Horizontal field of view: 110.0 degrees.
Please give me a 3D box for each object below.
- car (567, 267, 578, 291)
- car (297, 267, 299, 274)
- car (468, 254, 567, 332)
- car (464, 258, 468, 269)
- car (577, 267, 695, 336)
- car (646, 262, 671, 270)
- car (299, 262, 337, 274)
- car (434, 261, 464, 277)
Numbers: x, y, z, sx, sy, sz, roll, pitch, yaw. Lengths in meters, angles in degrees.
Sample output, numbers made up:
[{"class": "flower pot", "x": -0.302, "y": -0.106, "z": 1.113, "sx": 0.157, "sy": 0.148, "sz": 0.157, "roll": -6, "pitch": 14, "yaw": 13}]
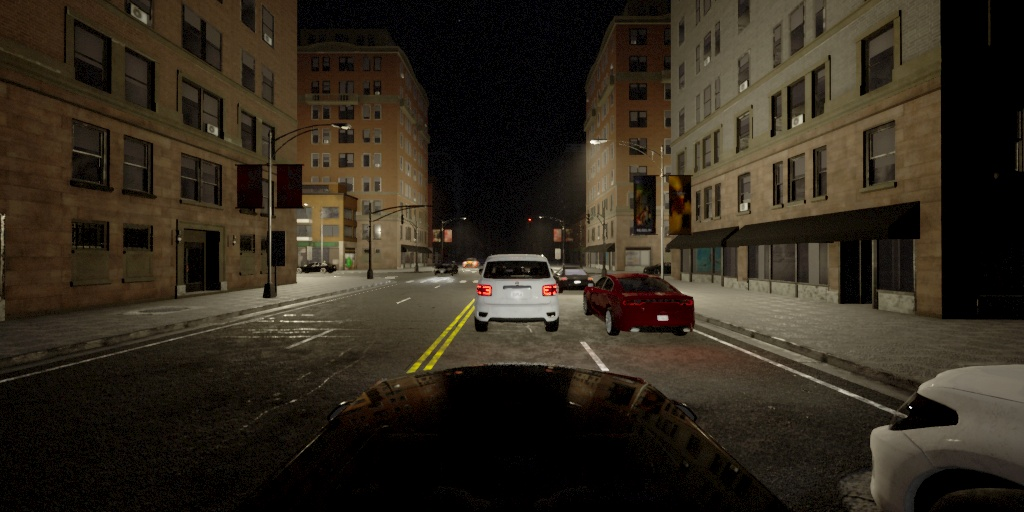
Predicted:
[{"class": "car", "x": 3.389, "y": 1.313, "z": 20.529, "sx": 1.994, "sy": 1.385, "sz": 4.181, "roll": 0, "pitch": 0, "yaw": 0}, {"class": "car", "x": -22.101, "y": 1.169, "z": 32.320, "sx": 4.097, "sy": 1.591, "sz": 1.967, "roll": 0, "pitch": 0, "yaw": 0}, {"class": "car", "x": 0.123, "y": 0.971, "z": 11.009, "sx": 2.150, "sy": 2.045, "sz": 5.566, "roll": 0, "pitch": 0, "yaw": 0}, {"class": "car", "x": -6.469, "y": 1.092, "z": 56.703, "sx": 2.097, "sy": 1.767, "sz": 4.553, "roll": 0, "pitch": 0, "yaw": 0}, {"class": "car", "x": 3.369, "y": 1.227, "z": 10.441, "sx": 1.882, "sy": 1.535, "sz": 5.008, "roll": 0, "pitch": 0, "yaw": 0}, {"class": "car", "x": 16.111, "y": 1.350, "z": 37.882, "sx": 4.181, "sy": 1.385, "sz": 1.994, "roll": 0, "pitch": 0, "yaw": 0}, {"class": "car", "x": -22.042, "y": 1.325, "z": 40.345, "sx": 4.313, "sy": 1.339, "sz": 1.948, "roll": 0, "pitch": 0, "yaw": 0}, {"class": "car", "x": -6.525, "y": 1.241, "z": 36.018, "sx": 2.128, "sy": 1.511, "sz": 4.902, "roll": 0, "pitch": 0, "yaw": 0}]
